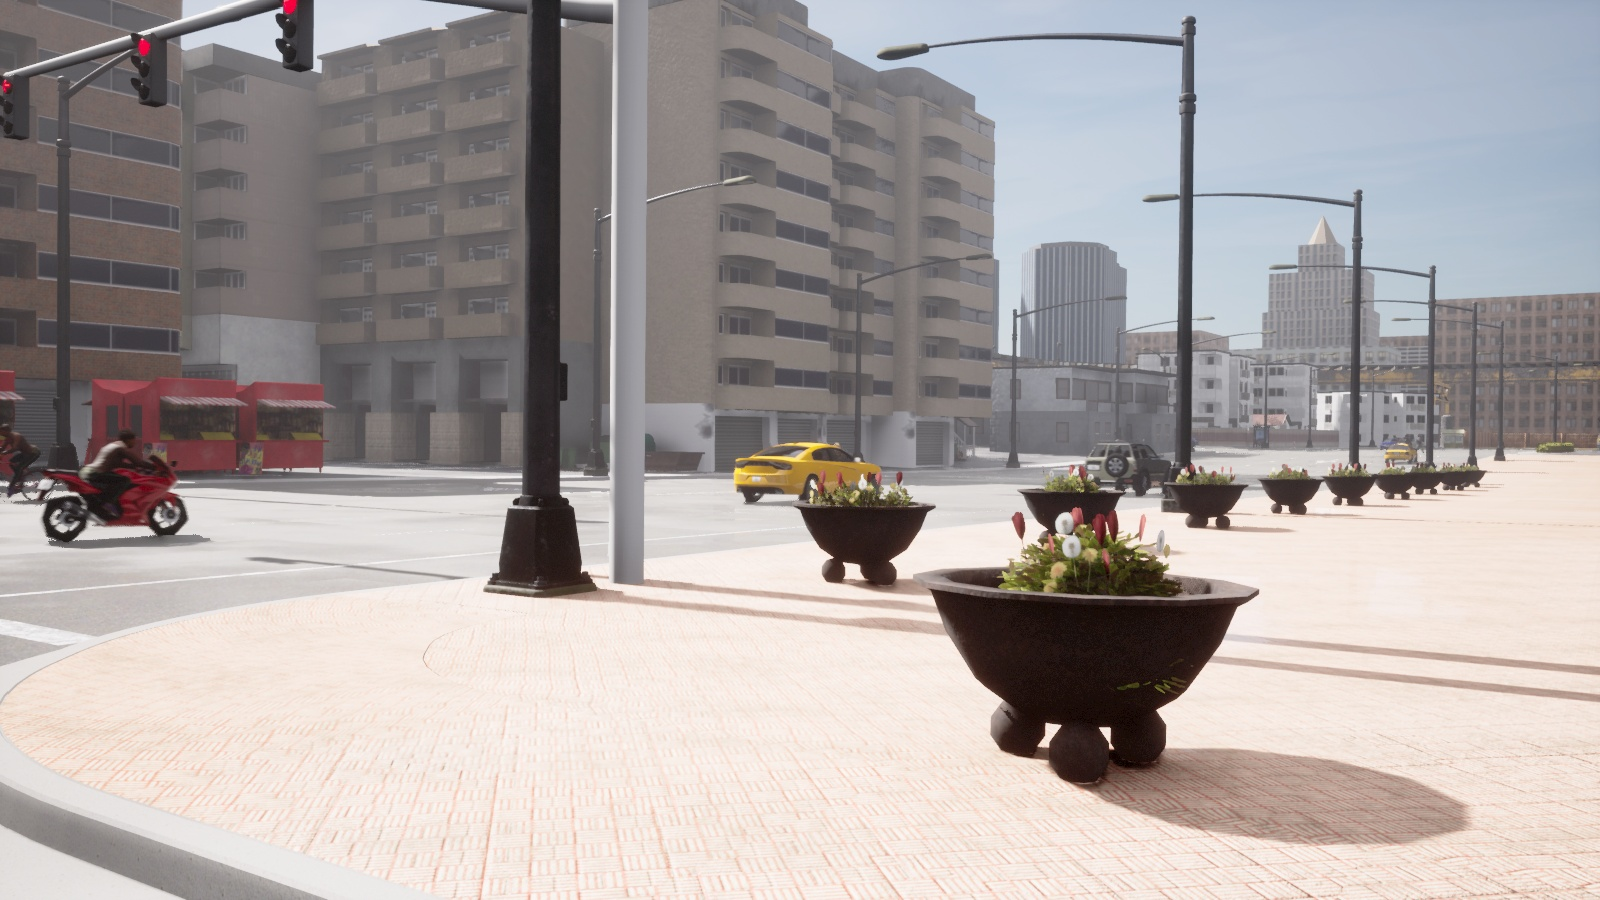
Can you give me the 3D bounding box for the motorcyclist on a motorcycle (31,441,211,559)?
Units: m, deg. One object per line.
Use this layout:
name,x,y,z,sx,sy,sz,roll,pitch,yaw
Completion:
motorcyclist on a motorcycle,-9.290,0.640,17.270,0.797,1.523,2.044,0,0,33

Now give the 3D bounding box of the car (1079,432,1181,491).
car,11.133,0.371,42.138,1.932,1.855,4.605,0,0,33

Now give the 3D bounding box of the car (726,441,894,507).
car,0.369,0.557,32.058,1.882,1.535,5.008,0,0,33

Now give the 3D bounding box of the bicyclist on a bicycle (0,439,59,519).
bicyclist on a bicycle,-16.255,0.585,25.803,0.582,1.620,1.656,0,1,33
